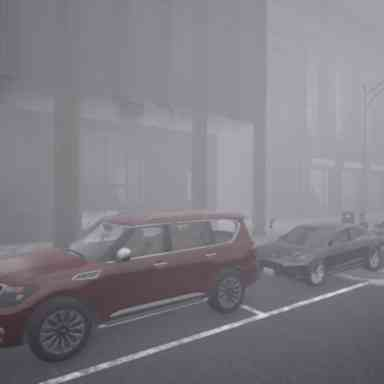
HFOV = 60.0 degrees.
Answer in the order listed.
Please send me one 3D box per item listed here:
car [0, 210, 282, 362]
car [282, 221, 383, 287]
[{"bbox_3d":[-0.941,1.311,6.083,5.009,1.841,2.192,0,1,-36],"label":"car"},{"bbox_3d":[3.636,1.554,9.353,4.313,1.339,1.947,0,1,-36],"label":"car"}]
